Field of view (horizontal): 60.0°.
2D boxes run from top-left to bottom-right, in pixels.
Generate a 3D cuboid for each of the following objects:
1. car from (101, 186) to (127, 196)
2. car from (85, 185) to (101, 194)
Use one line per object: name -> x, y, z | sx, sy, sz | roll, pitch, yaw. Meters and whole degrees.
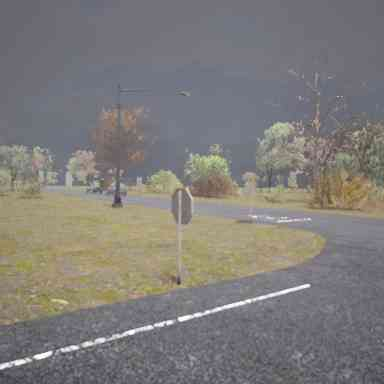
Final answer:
car -> -11.822, -0.190, 51.744 | 2.128, 1.511, 4.902 | 0, 2, -36
car -> -17.660, -0.499, 59.869 | 1.837, 1.490, 4.892 | 0, 2, -36
